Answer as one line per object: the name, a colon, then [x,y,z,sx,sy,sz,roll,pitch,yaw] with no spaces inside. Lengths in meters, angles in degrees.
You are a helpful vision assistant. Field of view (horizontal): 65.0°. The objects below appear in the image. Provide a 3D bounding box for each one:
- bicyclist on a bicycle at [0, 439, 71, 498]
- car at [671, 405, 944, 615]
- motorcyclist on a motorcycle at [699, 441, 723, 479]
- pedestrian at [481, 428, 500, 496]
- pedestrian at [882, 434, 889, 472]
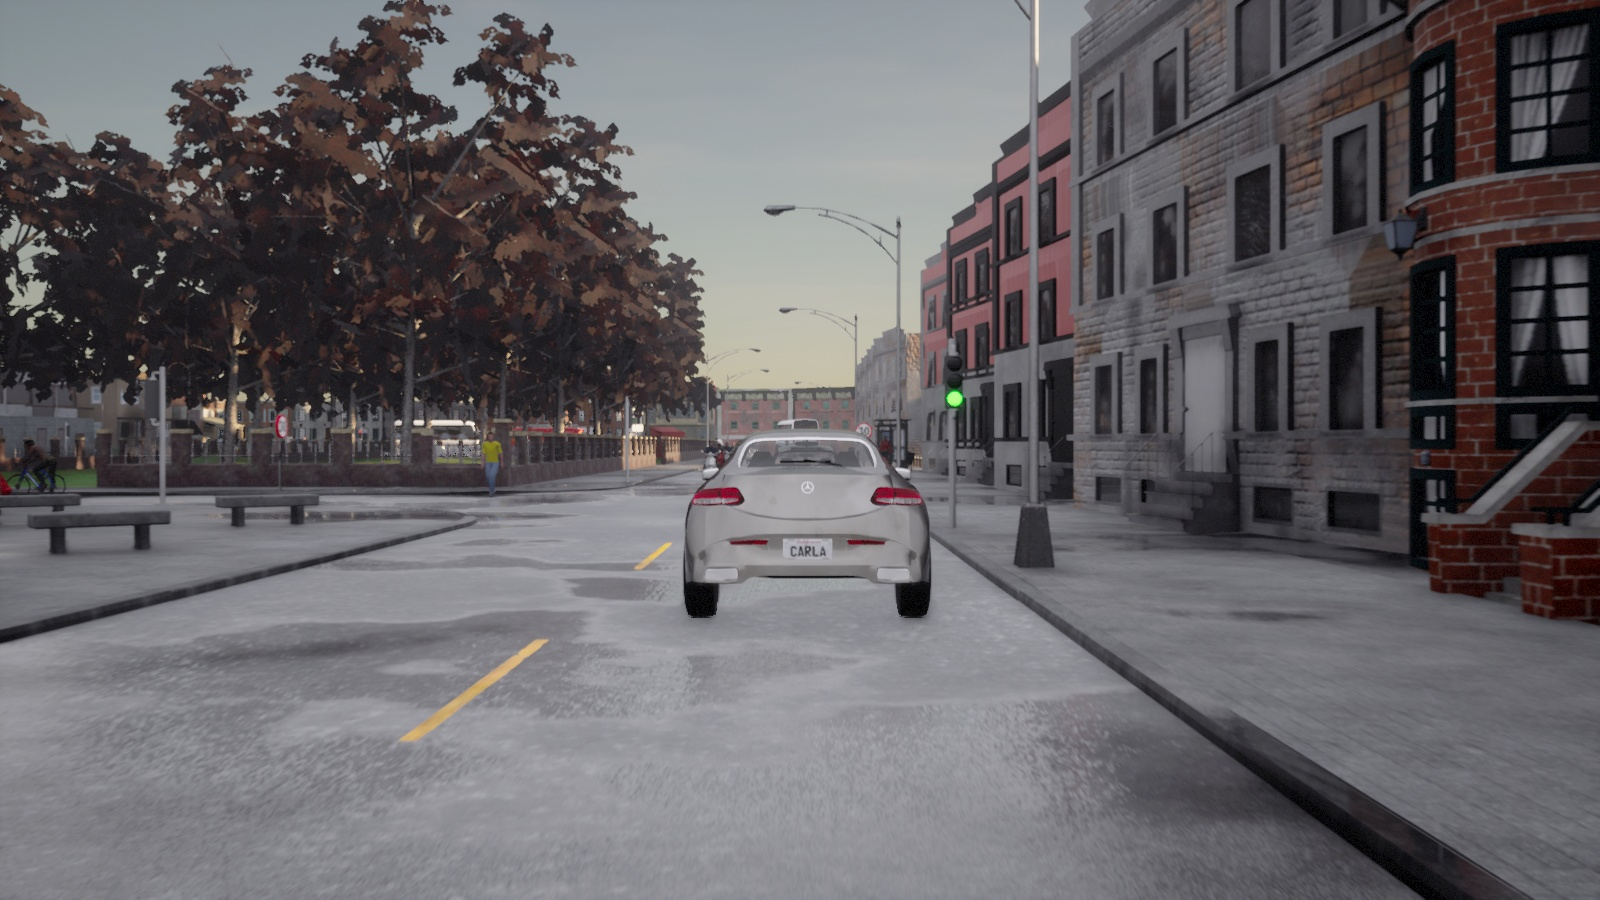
bicyclist on a bicycle: [-21.019,0.502,34.467,1.656,1.620,0.582,0,0,-1]
car: [0.067,0.460,12.392,2.152,1.651,5.027,0,0,0]
motorcyclist on a motorcycle: [-3.789,0.417,53.454,0.866,1.590,1.817,0,0,1]
pedestrian: [-8.402,0.328,34.114,0.354,1.836,0.706,0,0,0]
pedestrian: [4.201,0.137,61.653,0.331,1.846,0.636,0,0,0]
